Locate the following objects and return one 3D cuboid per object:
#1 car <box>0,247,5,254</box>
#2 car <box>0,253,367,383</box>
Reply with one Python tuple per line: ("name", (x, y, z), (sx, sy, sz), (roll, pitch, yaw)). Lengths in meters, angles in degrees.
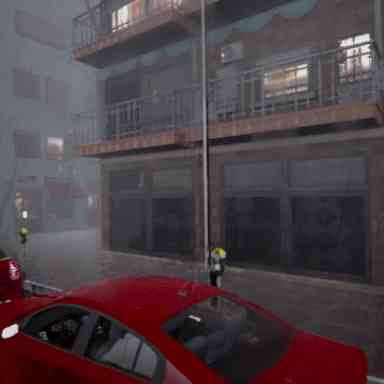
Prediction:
("car", (-5.181, 1.499, 6.584), (4.097, 1.590, 1.967), (-1, -1, 36))
("car", (-0.685, 1.562, 3.374), (4.507, 1.381, 1.887), (-1, -1, 36))
